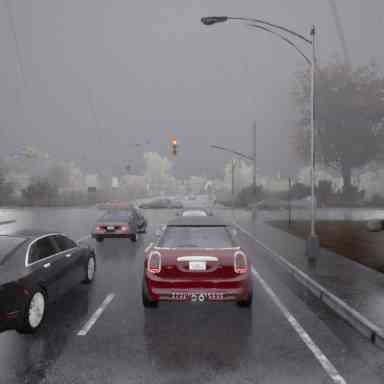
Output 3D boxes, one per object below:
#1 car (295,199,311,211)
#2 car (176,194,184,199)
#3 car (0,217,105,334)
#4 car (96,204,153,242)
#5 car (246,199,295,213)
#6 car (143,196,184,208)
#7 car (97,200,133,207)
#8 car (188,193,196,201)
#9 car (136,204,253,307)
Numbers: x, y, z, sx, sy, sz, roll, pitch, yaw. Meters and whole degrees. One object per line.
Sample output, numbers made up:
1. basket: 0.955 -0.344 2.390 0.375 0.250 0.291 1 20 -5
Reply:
1. car: 12.583 1.564 40.100 4.181 1.385 1.994 0 0 3
2. car: -3.377 1.403 95.420 1.994 1.385 4.181 0 0 1
3. car: -3.394 1.505 6.740 1.837 1.490 4.892 0 0 0
4. car: -3.389 1.547 16.398 2.033 1.411 5.357 0 0 0
5. car: 8.423 1.505 36.828 4.892 1.490 1.837 0 0 3
6. car: -3.817 1.547 41.035 5.357 1.411 2.033 0 0 3
7. car: -8.697 1.564 37.809 4.181 1.385 1.994 0 0 3
8. car: 0.074 1.518 85.425 1.812 1.442 4.674 0 0 0
9. car: 0.106 1.352 8.153 2.097 1.767 4.553 0 0 0
